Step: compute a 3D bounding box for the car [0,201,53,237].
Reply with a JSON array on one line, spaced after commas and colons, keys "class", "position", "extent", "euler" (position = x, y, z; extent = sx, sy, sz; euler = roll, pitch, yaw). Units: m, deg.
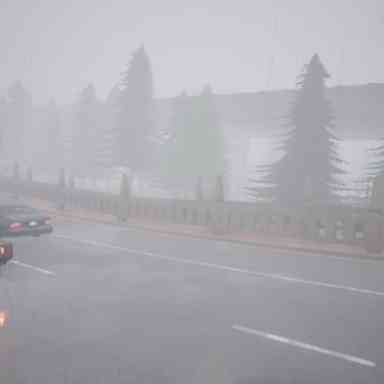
[{"class": "car", "position": [-8.054, 1.102, 14.037], "extent": [5.357, 1.411, 2.033], "euler": [4, 2, 35]}]

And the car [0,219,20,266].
[{"class": "car", "position": [-6.827, 1.360, 8.863], "extent": [4.718, 1.301, 1.895], "euler": [3, 2, 35]}]
